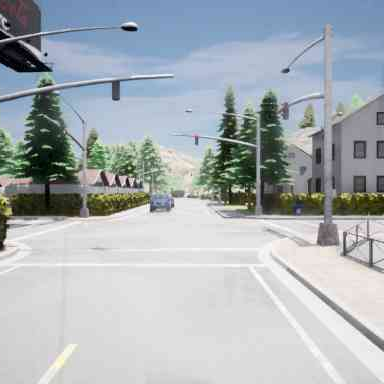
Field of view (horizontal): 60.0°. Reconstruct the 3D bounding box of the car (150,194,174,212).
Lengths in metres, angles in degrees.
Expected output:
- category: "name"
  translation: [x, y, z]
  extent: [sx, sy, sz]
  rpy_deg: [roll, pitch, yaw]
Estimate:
- category: "car"
  translation: [-3.612, 1.221, 39.025]
  extent: [2.150, 2.045, 5.566]
  rpy_deg: [0, 0, 0]
